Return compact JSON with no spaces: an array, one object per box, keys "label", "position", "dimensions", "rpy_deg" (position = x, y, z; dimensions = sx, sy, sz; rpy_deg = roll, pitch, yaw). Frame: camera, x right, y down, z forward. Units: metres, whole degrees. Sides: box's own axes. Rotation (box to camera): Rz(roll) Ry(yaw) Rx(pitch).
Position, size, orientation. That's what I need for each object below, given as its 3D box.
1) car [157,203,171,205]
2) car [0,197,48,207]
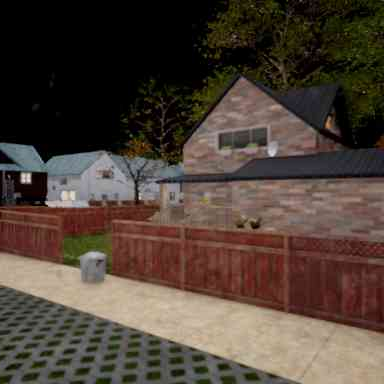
[{"label":"car","position":[-3.313,1.954,37.997],"dimensions":[1.895,1.301,4.718],"rpy_deg":[0,-1,37]},{"label":"car","position":[-13.415,1.414,24.506],"dimensions":[2.150,2.045,5.566],"rpy_deg":[0,-1,37]}]
